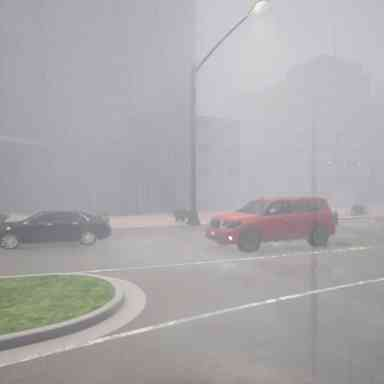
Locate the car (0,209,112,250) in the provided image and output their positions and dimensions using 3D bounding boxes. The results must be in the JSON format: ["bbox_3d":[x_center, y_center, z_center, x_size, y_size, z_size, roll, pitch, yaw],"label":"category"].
[{"bbox_3d":[-5.917,1.506,14.132,4.892,1.490,1.837,0,0,-19],"label":"car"}]

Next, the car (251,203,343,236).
[{"bbox_3d":[5.949,1.477,18.763,5.008,1.535,1.882,0,0,-24],"label":"car"}]

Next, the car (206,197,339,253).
[{"bbox_3d":[3.350,1.221,13.805,5.566,2.045,2.150,0,0,-23],"label":"car"}]
